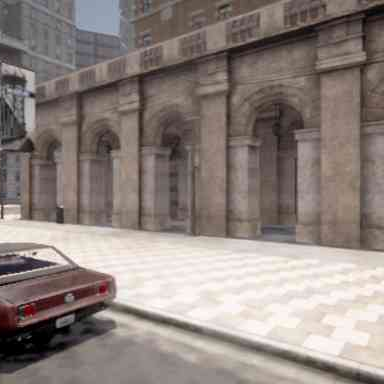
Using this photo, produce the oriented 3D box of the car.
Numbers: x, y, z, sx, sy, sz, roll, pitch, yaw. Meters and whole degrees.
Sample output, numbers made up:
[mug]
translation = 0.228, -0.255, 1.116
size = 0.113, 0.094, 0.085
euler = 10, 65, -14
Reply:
[car]
translation = -3.666, 1.609, 6.178
size = 4.718, 1.301, 1.895
euler = 0, 0, 35
